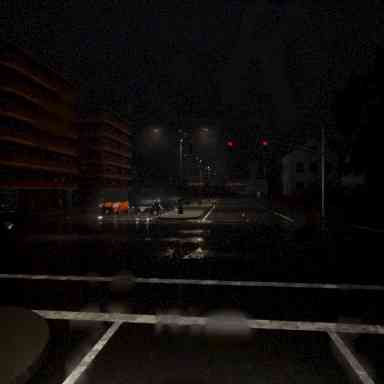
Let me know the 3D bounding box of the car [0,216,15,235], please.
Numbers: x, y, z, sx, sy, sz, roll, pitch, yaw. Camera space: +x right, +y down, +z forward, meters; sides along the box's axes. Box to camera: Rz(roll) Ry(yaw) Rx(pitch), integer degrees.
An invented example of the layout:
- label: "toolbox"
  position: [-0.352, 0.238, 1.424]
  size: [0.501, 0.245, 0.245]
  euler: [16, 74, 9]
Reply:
- label: "car"
  position: [-11.480, 1.492, 16.446]
  size: [4.902, 1.511, 2.128]
  euler: [0, 0, -2]

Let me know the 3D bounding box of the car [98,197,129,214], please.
- label: "car"
  position: [-8.120, 1.352, 34.941]
  size: [2.097, 1.767, 4.553]
  euler: [0, 0, 6]

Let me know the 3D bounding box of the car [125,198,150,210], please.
- label: "car"
  position: [-7.139, 1.545, 44.359]
  size: [2.033, 1.411, 5.357]
  euler: [0, 0, 6]

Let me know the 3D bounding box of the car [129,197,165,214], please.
- label: "car"
  position: [-4.605, 1.491, 34.871]
  size: [2.128, 1.511, 4.902]
  euler: [0, 0, 6]

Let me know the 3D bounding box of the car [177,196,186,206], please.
- label: "car"
  position: [-2.706, 1.491, 53.127]
  size: [2.128, 1.511, 4.902]
  euler: [0, 0, 6]

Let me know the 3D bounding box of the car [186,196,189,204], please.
- label: "car"
  position: [-1.657, 1.505, 63.030]
  size: [1.837, 1.490, 4.892]
  euler: [0, 0, 7]

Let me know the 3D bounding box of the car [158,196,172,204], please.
- label: "car"
  position: [-5.089, 1.564, 63.865]
  size: [1.994, 1.385, 4.181]
  euler: [0, 0, 6]

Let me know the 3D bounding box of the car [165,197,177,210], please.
- label: "car"
  position: [-3.653, 1.601, 44.081]
  size: [1.895, 1.301, 4.718]
  euler: [0, 0, 6]

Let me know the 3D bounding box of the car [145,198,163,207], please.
- label: "car"
  position: [-6.146, 1.601, 53.890]
  size: [1.895, 1.301, 4.718]
  euler: [0, 0, 6]
